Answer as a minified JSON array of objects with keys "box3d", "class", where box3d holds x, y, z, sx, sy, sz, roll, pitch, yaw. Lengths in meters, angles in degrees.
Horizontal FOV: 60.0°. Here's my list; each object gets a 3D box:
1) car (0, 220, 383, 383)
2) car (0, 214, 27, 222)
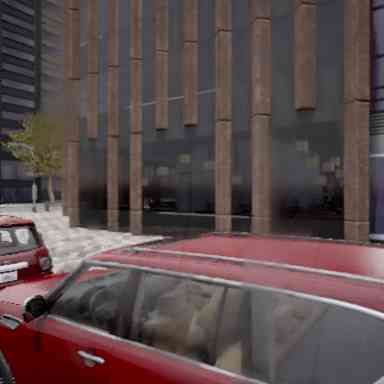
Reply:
[{"box3d":[-0.060,1.321,3.002,5.009,1.841,2.192,0,0,36],"class":"car"},{"box3d":[-4.647,1.342,6.276,5.009,1.841,2.192,0,0,36],"class":"car"}]
